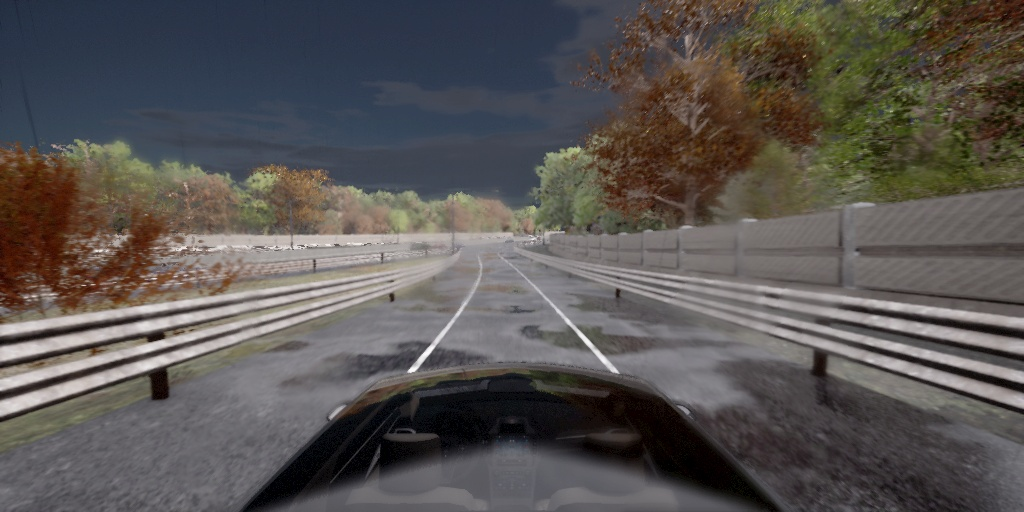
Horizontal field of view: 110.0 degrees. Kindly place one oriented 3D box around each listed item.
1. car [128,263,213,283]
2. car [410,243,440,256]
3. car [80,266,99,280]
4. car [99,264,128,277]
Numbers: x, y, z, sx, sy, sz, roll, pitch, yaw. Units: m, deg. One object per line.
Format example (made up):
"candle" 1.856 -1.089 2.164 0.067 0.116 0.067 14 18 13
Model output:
"car" -27.025 1.323 28.912 2.097 1.767 4.553 1 4 19
"car" -15.397 -1.189 62.414 2.150 2.045 5.566 1 4 19
"car" -33.685 1.374 31.071 1.837 1.490 4.892 1 4 19
"car" -30.353 1.426 30.000 1.837 1.490 4.892 1 4 19
